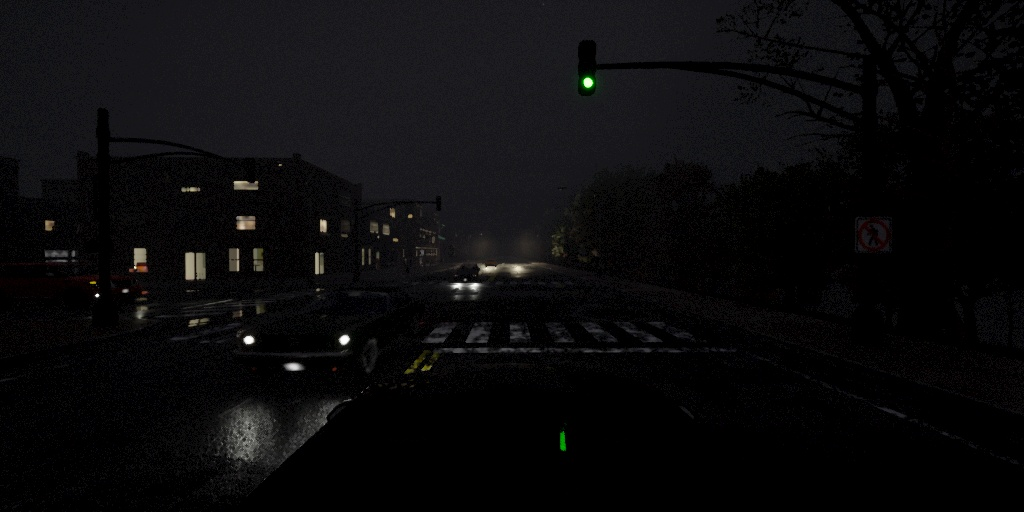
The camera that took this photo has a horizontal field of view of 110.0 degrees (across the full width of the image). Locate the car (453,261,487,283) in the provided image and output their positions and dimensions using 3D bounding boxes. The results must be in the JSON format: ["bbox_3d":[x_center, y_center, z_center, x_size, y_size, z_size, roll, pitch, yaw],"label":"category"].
[{"bbox_3d":[-3.394,1.323,28.533,2.033,1.411,5.357,0,0,0],"label":"car"}]

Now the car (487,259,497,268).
[{"bbox_3d":[-3.647,1.276,62.362,1.882,1.535,5.008,0,1,0],"label":"car"}]

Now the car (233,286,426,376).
[{"bbox_3d":[-3.275,1.353,7.578,1.895,1.301,4.718,0,0,0],"label":"car"}]

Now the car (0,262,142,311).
[{"bbox_3d":[-20.324,1.279,16.212,5.566,2.045,2.150,-1,1,-1],"label":"car"}]
